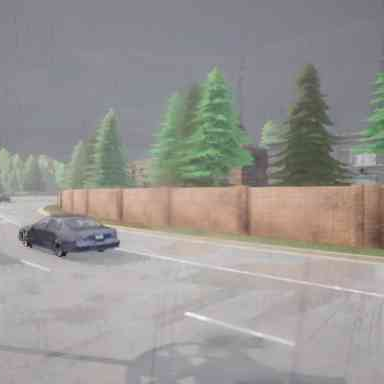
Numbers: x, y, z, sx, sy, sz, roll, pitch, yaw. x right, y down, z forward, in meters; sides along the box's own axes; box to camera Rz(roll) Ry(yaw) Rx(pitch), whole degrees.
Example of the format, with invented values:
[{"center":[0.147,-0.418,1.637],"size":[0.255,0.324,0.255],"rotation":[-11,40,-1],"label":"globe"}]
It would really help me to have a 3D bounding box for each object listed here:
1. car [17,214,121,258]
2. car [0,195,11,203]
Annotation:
[{"center":[-4.936,1.564,12.941],"size":[5.357,1.411,2.033],"rotation":[0,0,44],"label":"car"},{"center":[-39.324,1.439,68.756],"size":[1.837,1.490,4.892],"rotation":[0,0,-2],"label":"car"}]
